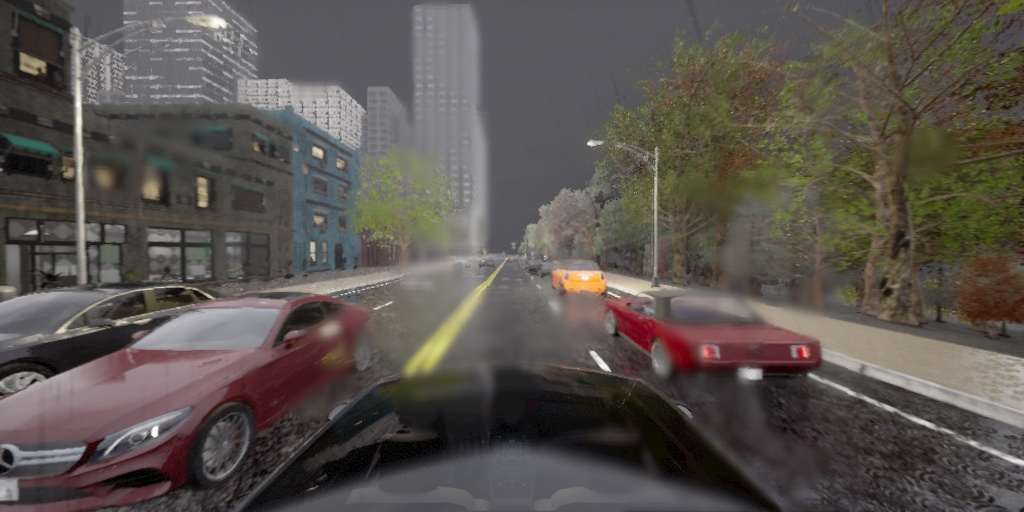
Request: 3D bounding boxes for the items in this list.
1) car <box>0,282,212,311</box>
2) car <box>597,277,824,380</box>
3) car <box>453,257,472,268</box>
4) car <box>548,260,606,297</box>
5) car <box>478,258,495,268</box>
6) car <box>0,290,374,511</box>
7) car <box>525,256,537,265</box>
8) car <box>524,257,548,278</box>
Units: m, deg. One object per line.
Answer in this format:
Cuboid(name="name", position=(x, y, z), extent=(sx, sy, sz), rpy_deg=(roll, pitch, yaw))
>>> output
Cuboid(name="car", position=(-6.599, 1.220, 5.623), extent=(1.837, 1.490, 4.892), rpy_deg=(0, 0, 0))
Cuboid(name="car", position=(3.247, 1.302, 7.075), extent=(1.895, 1.301, 4.718), rpy_deg=(0, 1, 0))
Cuboid(name="car", position=(-6.580, 0.854, 48.108), extent=(1.812, 1.442, 4.674), rpy_deg=(0, 1, 0))
Cuboid(name="car", position=(3.242, 0.954, 18.012), extent=(2.097, 1.767, 4.553), rpy_deg=(0, 1, 0))
Cuboid(name="car", position=(-3.327, 0.892, 48.137), extent=(1.994, 1.385, 4.181), rpy_deg=(0, 1, 0))
Cuboid(name="car", position=(-3.358, 1.249, 4.663), extent=(1.812, 1.442, 4.674), rpy_deg=(0, 1, 0))
Cuboid(name="car", position=(3.221, 0.707, 62.044), extent=(1.837, 1.490, 4.892), rpy_deg=(0, 1, 0))
Cuboid(name="car", position=(2.604, 1.056, 30.045), extent=(1.994, 1.385, 4.181), rpy_deg=(0, 1, -20))
